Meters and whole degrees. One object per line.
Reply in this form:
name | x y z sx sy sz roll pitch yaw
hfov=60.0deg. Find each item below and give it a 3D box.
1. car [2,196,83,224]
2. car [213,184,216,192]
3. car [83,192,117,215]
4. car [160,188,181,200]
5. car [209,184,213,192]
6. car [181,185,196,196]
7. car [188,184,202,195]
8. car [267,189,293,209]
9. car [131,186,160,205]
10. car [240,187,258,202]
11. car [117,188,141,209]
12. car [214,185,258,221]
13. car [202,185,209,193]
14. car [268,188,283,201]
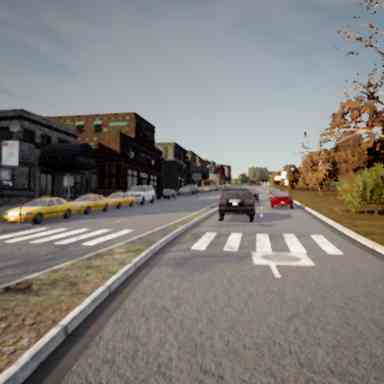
car | -9.249 1.025 20.711 1.946 1.575 5.366 0 2 12
car | 4.214 -0.903 85.822 2.185 1.767 4.553 0 2 12
car | -8.122 0.872 26.116 1.946 1.575 5.366 0 2 12
car | -3.597 0.298 48.026 2.163 1.488 4.792 0 2 12
car | 3.054 -0.625 80.204 1.946 1.575 5.366 0 2 12
car | -1.351 -0.031 58.879 2.231 1.521 4.892 0 2 12
car | -0.243 -0.432 64.247 2.435 2.045 5.566 0 2 12
car | 8.189 0.678 30.699 1.882 1.535 5.008 0 2 12
car | -5.828 0.317 37.204 2.435 2.045 5.566 0 2 12
car | 7.501 0.229 43.259 2.097 1.767 4.553 0 2 12
car | -7.004 0.722 31.524 1.946 1.575 5.366 0 2 12
car | 3.032 0.695 21.898 2.150 2.045 5.566 0 2 11
car | 1.610 -0.435 73.488 2.231 1.521 4.892 0 2 12
car | 11.077 0.321 44.487 1.837 1.490 4.892 0 2 12
